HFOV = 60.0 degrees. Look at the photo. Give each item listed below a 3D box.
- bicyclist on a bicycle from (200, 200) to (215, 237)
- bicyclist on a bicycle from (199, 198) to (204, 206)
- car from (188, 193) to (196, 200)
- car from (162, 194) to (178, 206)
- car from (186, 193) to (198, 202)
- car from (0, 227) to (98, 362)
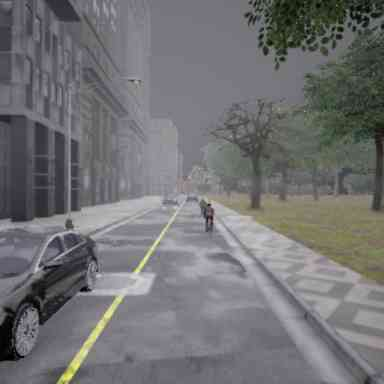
[{"bbox_3d":[0.821,1.343,15.711,0.582,1.620,1.656,0,0,0],"label":"bicyclist on a bicycle"},{"bbox_3d":[0.819,1.282,24.709,0.582,1.620,1.656,0,0,0],"label":"bicyclist on a bicycle"},{"bbox_3d":[-0.019,1.063,78.401,1.812,1.442,4.674,0,0,0],"label":"car"},{"bbox_3d":[-3.085,1.042,47.658,2.097,1.767,4.553,0,0,0],"label":"car"},{"bbox_3d":[0.064,0.972,61.099,2.097,1.767,4.553,0,0,0],"label":"car"},{"bbox_3d":[-3.101,1.448,5.935,2.128,1.511,4.902,0,0,0],"label":"car"}]
